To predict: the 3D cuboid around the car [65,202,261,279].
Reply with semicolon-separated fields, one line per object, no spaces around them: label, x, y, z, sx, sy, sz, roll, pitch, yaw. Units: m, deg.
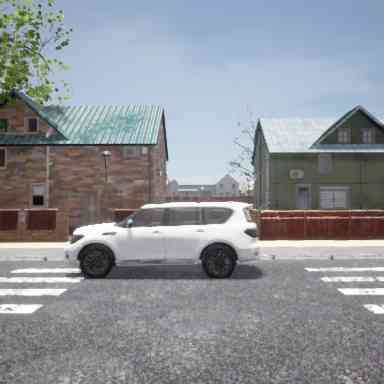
car;-0.795;1.316;9.890;5.566;2.045;2.150;0;-1;1
